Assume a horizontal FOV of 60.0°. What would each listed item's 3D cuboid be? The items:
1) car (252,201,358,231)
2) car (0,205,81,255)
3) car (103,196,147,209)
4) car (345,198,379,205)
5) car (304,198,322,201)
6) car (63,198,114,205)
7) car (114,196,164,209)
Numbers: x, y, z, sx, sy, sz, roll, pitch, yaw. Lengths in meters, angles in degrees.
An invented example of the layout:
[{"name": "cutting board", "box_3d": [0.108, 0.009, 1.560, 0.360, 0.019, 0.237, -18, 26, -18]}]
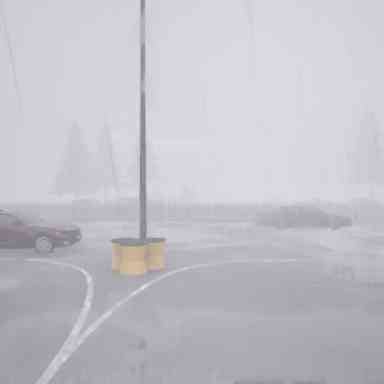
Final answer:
[{"name": "car", "box_3d": [6.253, 1.440, 19.207, 5.357, 1.411, 2.033, 0, 0, 1]}, {"name": "car", "box_3d": [-6.738, 1.410, 12.468, 5.008, 1.535, 1.882, 0, 0, 1]}, {"name": "car", "box_3d": [-8.180, 1.250, 40.704, 5.008, 1.535, 1.882, 0, 0, 1]}, {"name": "car", "box_3d": [18.280, 1.354, 36.667, 4.181, 1.385, 1.994, 0, 0, 1]}, {"name": "car", "box_3d": [14.246, 1.372, 40.252, 4.718, 1.301, 1.895, 0, 0, 1]}, {"name": "car", "box_3d": [-10.100, 1.310, 30.241, 5.008, 1.535, 1.882, 0, 0, 1]}, {"name": "car", "box_3d": [-5.729, 1.340, 37.154, 5.357, 1.411, 2.033, 0, 0, 1]}]
